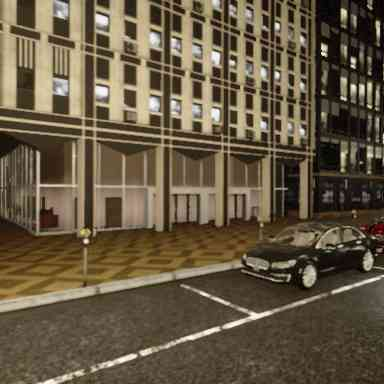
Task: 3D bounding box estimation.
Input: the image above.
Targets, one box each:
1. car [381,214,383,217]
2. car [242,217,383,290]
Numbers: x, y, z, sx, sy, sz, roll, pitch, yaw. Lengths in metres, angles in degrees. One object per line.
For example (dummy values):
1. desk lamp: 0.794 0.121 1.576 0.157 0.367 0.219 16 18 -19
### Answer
1. car: 7.706 1.358 12.039 4.097 1.590 1.967 0 1 -35
2. car: 3.247 1.504 8.863 4.403 1.369 2.008 0 1 -35
